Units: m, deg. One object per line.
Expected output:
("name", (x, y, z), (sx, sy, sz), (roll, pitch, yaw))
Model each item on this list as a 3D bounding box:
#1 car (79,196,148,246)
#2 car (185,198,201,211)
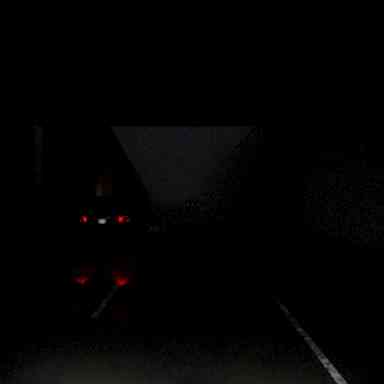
("car", (-3.400, 1.194, 15.272), (2.150, 2.045, 5.566), (0, 0, 0))
("car", (0.101, 1.475, 39.652), (2.033, 1.411, 5.357), (0, 0, 0))
